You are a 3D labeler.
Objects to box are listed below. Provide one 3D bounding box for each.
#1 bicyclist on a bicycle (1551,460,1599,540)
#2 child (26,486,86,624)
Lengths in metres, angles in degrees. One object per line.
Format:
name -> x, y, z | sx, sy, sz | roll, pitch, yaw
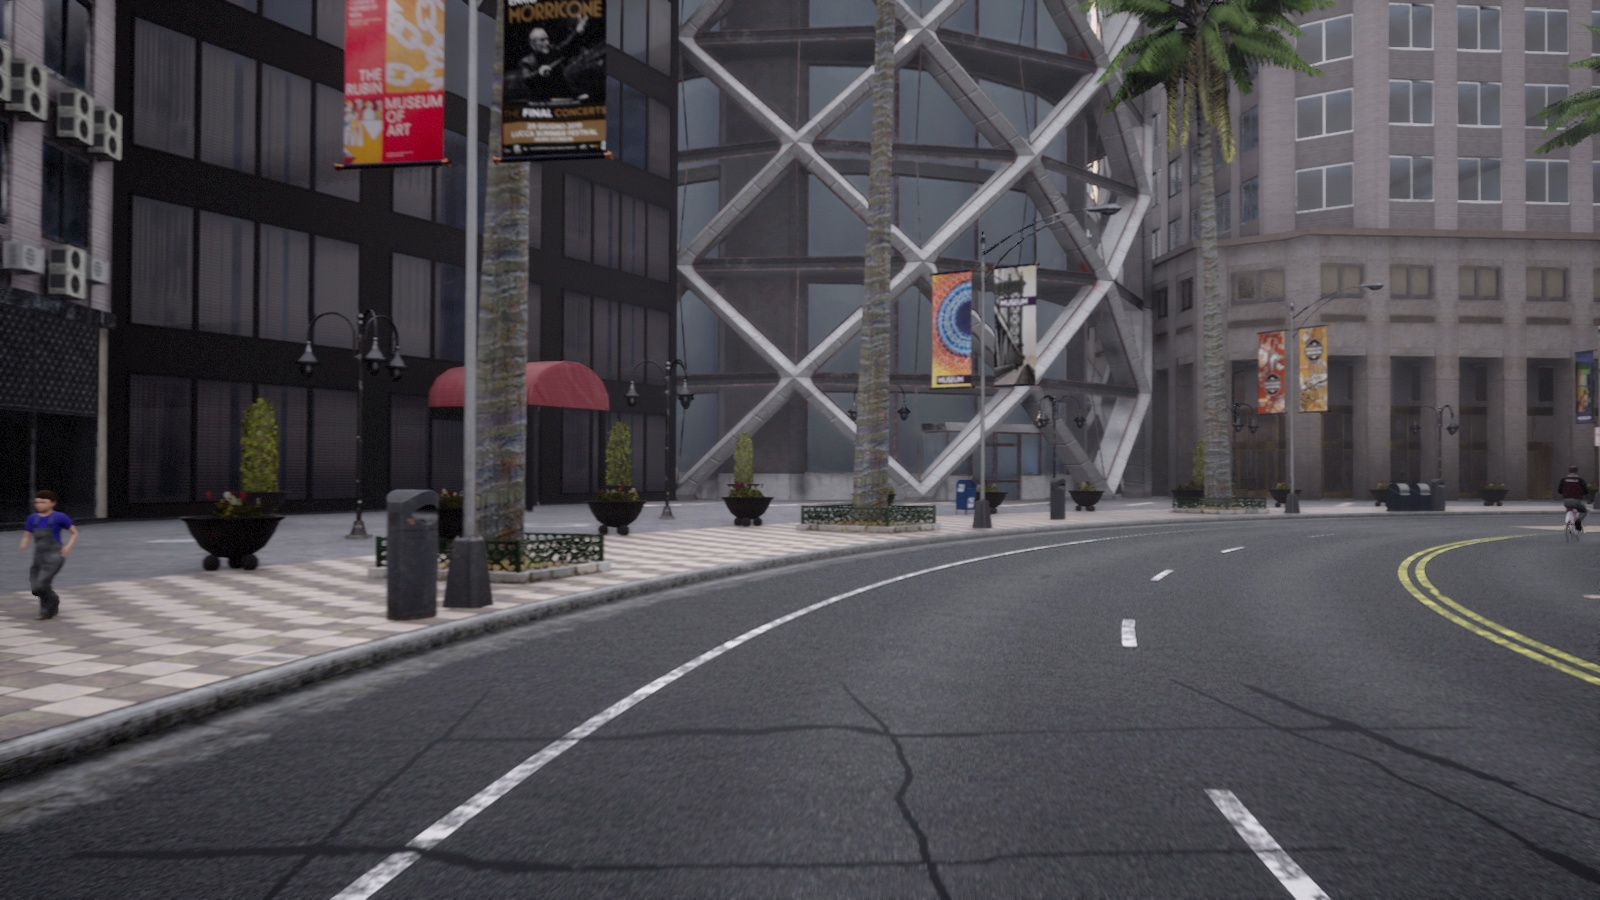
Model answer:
bicyclist on a bicycle -> 17.821, 1.110, 28.823 | 0.659, 1.776, 1.843 | 0, -1, 42
child -> -6.979, 0.972, 11.791 | 0.270, 1.263, 0.437 | 0, -1, 6
